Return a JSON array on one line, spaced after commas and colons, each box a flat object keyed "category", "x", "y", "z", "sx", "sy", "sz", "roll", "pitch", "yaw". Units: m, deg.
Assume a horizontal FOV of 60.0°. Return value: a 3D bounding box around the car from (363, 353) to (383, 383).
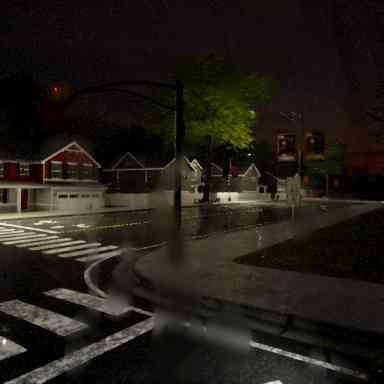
[{"category": "car", "x": 3.328, "y": 1.505, "z": 1.308, "sx": 4.892, "sy": 1.490, "sz": 1.837, "roll": 0, "pitch": 0, "yaw": 35}]
